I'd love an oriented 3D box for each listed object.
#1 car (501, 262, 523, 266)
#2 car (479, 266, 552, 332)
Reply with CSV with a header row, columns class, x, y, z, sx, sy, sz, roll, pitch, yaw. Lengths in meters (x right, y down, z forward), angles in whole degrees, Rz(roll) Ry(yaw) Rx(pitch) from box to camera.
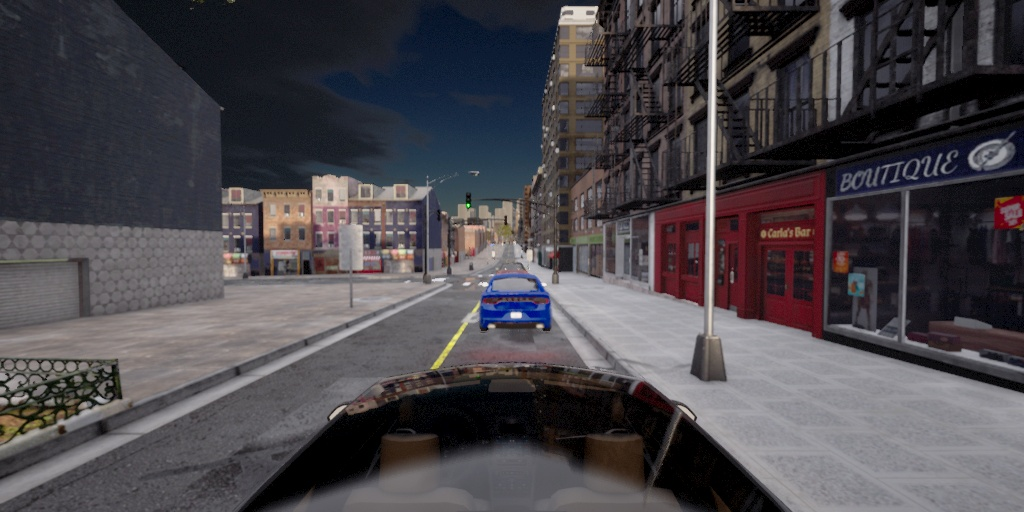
class,x,y,z,sx,sy,sz,roll,pitch,yaw
car,-0.020,1.178,23.533,2.097,1.767,4.553,0,0,-1
car,0.081,1.258,11.021,1.882,1.535,5.008,0,0,0
